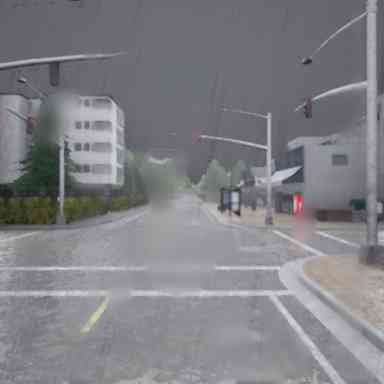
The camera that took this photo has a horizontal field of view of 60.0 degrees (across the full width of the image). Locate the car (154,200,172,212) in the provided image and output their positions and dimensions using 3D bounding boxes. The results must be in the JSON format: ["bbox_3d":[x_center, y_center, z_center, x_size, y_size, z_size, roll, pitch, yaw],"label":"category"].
[{"bbox_3d":[-3.510,1.718,41.326,1.994,1.385,4.181,0,0,0],"label":"car"}]
